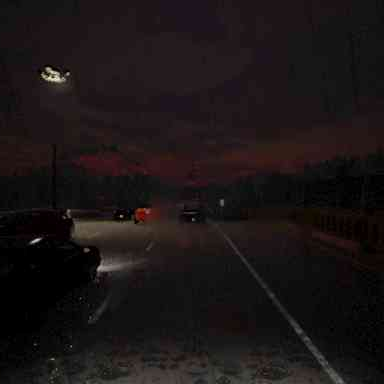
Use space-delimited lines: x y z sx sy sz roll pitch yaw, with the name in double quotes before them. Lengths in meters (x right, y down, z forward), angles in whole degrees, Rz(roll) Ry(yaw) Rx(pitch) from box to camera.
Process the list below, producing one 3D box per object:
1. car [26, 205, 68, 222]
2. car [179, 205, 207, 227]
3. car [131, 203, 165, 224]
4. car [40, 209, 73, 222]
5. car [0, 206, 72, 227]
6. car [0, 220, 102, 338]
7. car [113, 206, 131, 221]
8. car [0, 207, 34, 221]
"car" -14.104 2.115 32.652 1.882 1.535 5.008 0 -4 0
"car" 0.092 1.716 24.631 2.128 1.511 4.902 0 -2 0
"car" -3.410 1.709 27.844 2.097 1.767 4.553 0 -3 0
"car" -17.594 3.122 43.429 2.033 1.411 5.357 0 -6 0
"car" -6.904 1.526 14.876 1.882 1.535 5.008 0 0 0
"car" -3.404 1.570 6.738 2.033 1.411 5.357 0 0 0
"car" -6.912 2.296 34.934 1.837 1.490 4.892 0 -4 0
"car" -21.099 2.690 39.688 2.128 1.511 4.902 0 -5 0
